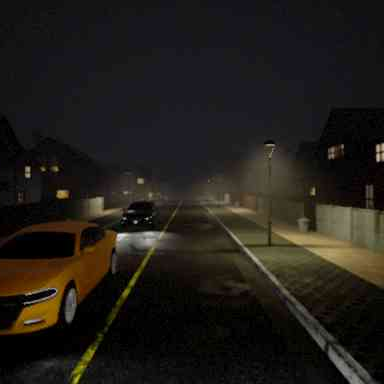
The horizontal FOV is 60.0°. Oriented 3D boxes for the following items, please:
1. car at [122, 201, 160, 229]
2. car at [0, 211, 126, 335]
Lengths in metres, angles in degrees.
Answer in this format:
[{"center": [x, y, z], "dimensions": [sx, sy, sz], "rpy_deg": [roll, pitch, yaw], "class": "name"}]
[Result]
[{"center": [-2.981, 1.316, 19.984], "dimensions": [1.837, 1.490, 4.892], "rpy_deg": [0, 1, 0], "class": "car"}, {"center": [-2.897, 1.413, 7.012], "dimensions": [1.882, 1.535, 5.008], "rpy_deg": [0, 1, 0], "class": "car"}]
